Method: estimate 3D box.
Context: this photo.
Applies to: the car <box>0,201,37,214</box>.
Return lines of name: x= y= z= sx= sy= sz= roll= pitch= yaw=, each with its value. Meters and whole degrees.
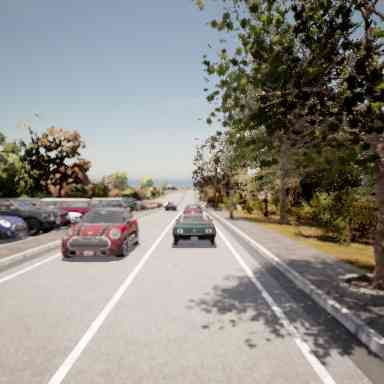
car: x=-23.401 y=2.022 z=43.856 sx=5.008 sy=1.535 sz=2.097 roll=0 pitch=-1 yaw=0

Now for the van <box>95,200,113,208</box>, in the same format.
van: x=-23.264 y=3.213 z=88.160 sx=4.442 sy=1.987 sz=1.878 roll=0 pitch=-2 yaw=0

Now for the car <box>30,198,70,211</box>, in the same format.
car: x=-23.362 y=2.100 z=54.796 sx=5.566 sy=2.045 sz=2.435 roll=0 pitch=-2 yaw=0

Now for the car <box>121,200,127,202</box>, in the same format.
car: x=-10.322 y=1.969 z=38.141 sx=4.674 sy=1.452 sz=2.002 roll=0 pitch=-1 yaw=0

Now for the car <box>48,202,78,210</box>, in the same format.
car: x=-23.385 y=2.575 z=60.449 sx=4.674 sy=1.452 sz=2.002 roll=0 pitch=-2 yaw=0

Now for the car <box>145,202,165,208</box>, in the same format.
car: x=-10.475 y=3.632 z=93.611 sx=5.366 sy=1.575 sz=1.946 roll=0 pitch=-2 yaw=0

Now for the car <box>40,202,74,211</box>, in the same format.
car: x=-23.383 y=2.445 z=57.681 sx=5.008 sy=1.535 sz=2.097 roll=0 pitch=-2 yaw=0

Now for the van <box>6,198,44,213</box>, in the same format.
van: x=-23.278 y=1.855 z=46.480 sx=4.442 sy=1.987 sz=1.878 roll=0 pitch=-1 yaw=0

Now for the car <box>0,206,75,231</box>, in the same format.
car: x=-10.358 y=1.685 z=21.487 sx=4.792 sy=1.488 sz=2.163 roll=0 pitch=-1 yaw=0

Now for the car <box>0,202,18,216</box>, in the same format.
car: x=-23.214 y=1.928 z=38.318 sx=5.366 sy=1.575 sz=1.946 roll=0 pitch=-1 yaw=0

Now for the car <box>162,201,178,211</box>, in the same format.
car: x=-3.325 y=2.439 z=53.440 sx=1.895 sy=1.301 sz=4.718 roll=0 pitch=-2 yaw=0

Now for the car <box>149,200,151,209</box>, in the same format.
car: x=-10.276 y=2.406 z=60.326 sx=4.553 sy=1.767 sz=2.185 roll=0 pitch=-2 yaw=0

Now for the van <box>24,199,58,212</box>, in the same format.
van: x=-23.508 y=2.035 z=52.026 sx=4.442 sy=1.987 sz=1.878 roll=0 pitch=-2 yaw=0

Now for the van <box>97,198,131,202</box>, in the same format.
van: x=-10.201 y=1.749 z=40.921 sx=4.442 sy=1.987 sz=1.878 roll=0 pitch=-1 yaw=0

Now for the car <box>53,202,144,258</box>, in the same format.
car: x=-3.350 y=1.413 z=12.982 sx=2.097 sy=1.767 sz=4.553 roll=0 pitch=-1 yaw=0

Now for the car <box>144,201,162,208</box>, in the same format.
car: x=-10.324 y=3.311 z=88.071 sx=4.553 sy=1.767 sz=2.185 roll=0 pitch=-2 yaw=0

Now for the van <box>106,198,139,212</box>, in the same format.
van: x=-10.197 y=1.945 z=49.231 sx=4.442 sy=1.987 sz=1.878 roll=0 pitch=-2 yaw=0

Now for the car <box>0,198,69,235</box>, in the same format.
car: x=-10.301 y=1.358 z=18.715 sx=5.566 sy=2.045 sz=2.435 roll=0 pitch=-1 yaw=0

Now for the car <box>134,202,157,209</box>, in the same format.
car: x=-10.271 y=3.012 z=74.195 sx=4.792 sy=1.488 sz=2.163 roll=0 pitch=-2 yaw=0

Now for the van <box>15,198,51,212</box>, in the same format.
van: x=-23.509 y=1.949 z=49.382 sx=4.442 sy=1.987 sz=1.878 roll=0 pitch=-2 yaw=0

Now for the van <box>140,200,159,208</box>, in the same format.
van: x=-10.412 y=3.028 z=82.528 sx=4.442 sy=1.987 sz=1.878 roll=0 pitch=-2 yaw=0

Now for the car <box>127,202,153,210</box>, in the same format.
car: x=-10.298 y=2.713 z=65.872 sx=4.892 sy=1.521 sz=2.231 roll=0 pitch=-2 yaw=0

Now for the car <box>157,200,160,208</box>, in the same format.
car: x=-10.116 y=2.890 z=71.421 sx=5.366 sy=1.575 sz=1.946 roll=0 pitch=-2 yaw=0

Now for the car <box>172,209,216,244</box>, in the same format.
car: x=0.099 y=1.700 z=16.242 sx=1.895 sy=1.301 sz=4.718 roll=0 pitch=-1 yaw=0

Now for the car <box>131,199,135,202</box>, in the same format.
car: x=-10.345 y=2.050 z=43.699 sx=4.792 sy=1.488 sz=2.163 roll=0 pitch=-1 yaw=0

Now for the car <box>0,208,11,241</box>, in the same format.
car: x=-10.339 y=1.528 z=13.163 sx=5.008 sy=1.535 sz=2.097 roll=0 pitch=-1 yaw=0

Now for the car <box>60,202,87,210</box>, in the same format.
car: x=-23.387 y=2.751 z=65.861 sx=4.674 sy=1.452 sz=2.002 roll=0 pitch=-2 yaw=0

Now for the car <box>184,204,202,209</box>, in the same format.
car: x=0.100 y=1.941 z=33.684 sx=1.994 sy=1.385 sz=4.181 roll=0 pitch=-1 yaw=0

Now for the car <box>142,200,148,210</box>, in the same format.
car: x=-10.305 y=2.351 z=54.773 sx=5.008 sy=1.535 sz=2.097 roll=0 pitch=-2 yaw=0

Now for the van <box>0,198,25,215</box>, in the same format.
van: x=-23.281 y=1.751 z=41.090 sx=4.442 sy=1.987 sz=1.878 roll=0 pitch=-1 yaw=0

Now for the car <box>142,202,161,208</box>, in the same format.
car: x=-10.323 y=3.374 z=85.294 sx=4.792 sy=1.488 sz=2.163 roll=0 pitch=-2 yaw=0

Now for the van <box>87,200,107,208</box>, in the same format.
van: x=-23.492 y=3.030 z=82.607 sx=4.442 sy=1.987 sz=1.878 roll=0 pitch=-2 yaw=0

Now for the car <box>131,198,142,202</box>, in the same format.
car: x=-10.343 y=1.829 z=46.457 sx=5.566 sy=2.045 sz=2.435 roll=0 pitch=-2 yaw=0

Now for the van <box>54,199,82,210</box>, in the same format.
van: x=-23.502 y=2.396 z=63.101 sx=4.442 sy=1.987 sz=1.878 roll=0 pitch=-2 yaw=0

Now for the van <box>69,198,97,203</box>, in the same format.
van: x=-10.442 y=1.520 z=27.042 sx=4.442 sy=1.987 sz=1.878 roll=0 pitch=-1 yaw=0

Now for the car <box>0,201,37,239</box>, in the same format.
car: x=-10.362 y=1.441 z=15.941 sx=4.553 sy=1.767 sz=2.185 roll=0 pitch=-1 yaw=0

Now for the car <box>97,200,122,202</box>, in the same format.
car: x=-10.291 y=1.913 z=35.364 sx=4.792 sy=1.488 sz=2.163 roll=0 pitch=-1 yaw=0

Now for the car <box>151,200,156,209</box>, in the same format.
car: x=-10.120 y=2.619 z=63.097 sx=5.366 sy=1.575 sz=1.946 roll=0 pitch=-2 yaw=0

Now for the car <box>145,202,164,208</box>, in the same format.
car: x=-10.285 y=3.534 z=90.845 sx=4.892 sy=1.521 sz=2.231 roll=0 pitch=-2 yaw=0
